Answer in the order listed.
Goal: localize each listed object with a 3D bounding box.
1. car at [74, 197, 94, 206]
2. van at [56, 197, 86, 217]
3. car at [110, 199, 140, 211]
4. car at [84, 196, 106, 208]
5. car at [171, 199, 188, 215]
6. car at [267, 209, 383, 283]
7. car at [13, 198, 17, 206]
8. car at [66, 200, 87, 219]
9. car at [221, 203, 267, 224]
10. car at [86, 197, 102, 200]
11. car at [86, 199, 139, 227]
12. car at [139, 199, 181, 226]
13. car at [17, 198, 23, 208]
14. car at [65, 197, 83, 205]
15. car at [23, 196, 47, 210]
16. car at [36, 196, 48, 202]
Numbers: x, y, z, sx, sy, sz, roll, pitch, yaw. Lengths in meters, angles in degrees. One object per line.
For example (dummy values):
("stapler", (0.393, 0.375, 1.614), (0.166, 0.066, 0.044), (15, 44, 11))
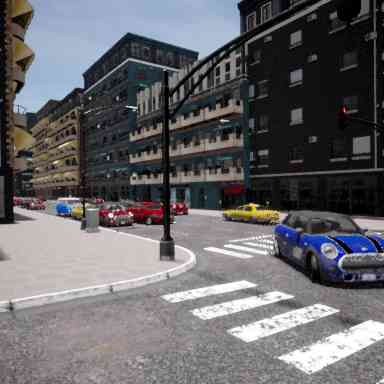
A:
("car", (-18.228, 1.643, 55.866), (1.947, 1.339, 4.313), (-1, 1, -35))
("van", (-12.210, 1.482, 32.974), (1.690, 1.788, 3.998), (-1, 1, -35))
("car", (-8.594, 1.581, 42.345), (2.008, 1.369, 4.403), (-1, 1, -35))
("car", (-15.019, 1.501, 51.358), (1.967, 1.590, 4.097), (-1, 1, -35))
("car", (-2.173, 1.441, 33.329), (1.967, 1.590, 4.097), (-1, 1, -35))
("car", (4.087, 1.421, 10.147), (2.097, 1.767, 4.553), (-1, 1, -3))
("car", (-31.476, 1.781, 60.019), (1.887, 1.381, 4.507), (-1, 1, -35))
("car", (-8.897, 1.651, 28.330), (1.752, 1.417, 4.829), (-1, 1, -35))
("car", (4.152, 1.498, 24.454), (1.752, 1.417, 4.829), (-1, 1, -35))
("car", (-11.832, 1.462, 36.923), (2.097, 1.767, 4.553), (-1, 0, -35))
("car", (-5.786, 1.552, 23.961), (1.967, 1.590, 4.097), (-1, 1, -35))
("car", (-3.157, 1.548, 24.738), (1.882, 1.535, 5.008), (-1, 0, -36))
("car", (-25.053, 1.769, 51.004), (1.947, 1.339, 4.313), (-1, 1, -35))
("car", (-21.440, 1.644, 60.374), (2.008, 1.369, 4.403), (-1, 1, -35))
("car", (-21.843, 1.627, 46.496), (1.967, 1.590, 4.097), (-1, 1, -35))
("car", (-37.497, 1.726, 82.910), (1.887, 1.381, 4.507), (-1, 1, -35))
